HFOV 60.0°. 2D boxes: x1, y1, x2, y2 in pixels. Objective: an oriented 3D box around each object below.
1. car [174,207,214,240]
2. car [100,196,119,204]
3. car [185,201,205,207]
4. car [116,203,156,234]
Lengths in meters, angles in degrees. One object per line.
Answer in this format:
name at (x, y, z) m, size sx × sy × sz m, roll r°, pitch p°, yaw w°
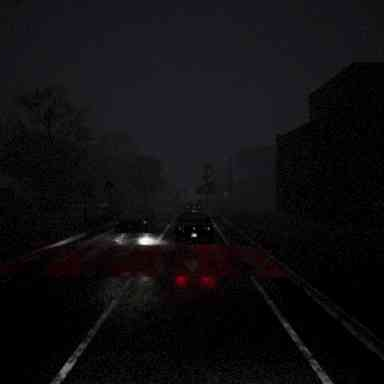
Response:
car at (0.105, 1.709, 17.582) m, size 1.895 × 1.301 × 4.718 m, roll 0°, pitch 0°, yaw 0°
car at (-15.867, 1.553, 64.292) m, size 2.128 × 1.511 × 4.902 m, roll 0°, pitch 0°, yaw 18°
car at (0.298, 1.644, 33.926) m, size 2.128 × 1.511 × 4.902 m, roll 0°, pitch 0°, yaw 2°
car at (-3.324, 1.585, 20.427) m, size 1.882 × 1.535 × 5.008 m, roll 0°, pitch 0°, yaw 0°
